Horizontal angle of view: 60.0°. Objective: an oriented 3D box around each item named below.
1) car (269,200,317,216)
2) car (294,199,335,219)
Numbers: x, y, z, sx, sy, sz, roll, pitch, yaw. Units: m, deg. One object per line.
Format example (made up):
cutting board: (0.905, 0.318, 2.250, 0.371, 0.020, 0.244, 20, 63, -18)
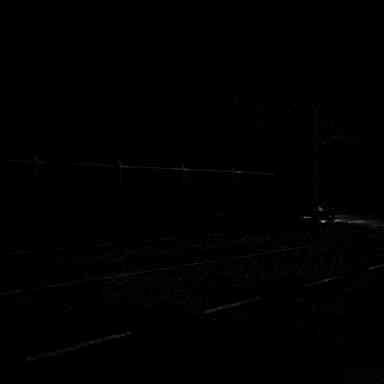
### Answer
car: (10.462, 1.581, 34.835, 1.812, 1.442, 4.674, 0, 0, -36)
car: (10.124, 1.407, 29.150, 2.097, 1.767, 4.553, 0, 0, -34)
